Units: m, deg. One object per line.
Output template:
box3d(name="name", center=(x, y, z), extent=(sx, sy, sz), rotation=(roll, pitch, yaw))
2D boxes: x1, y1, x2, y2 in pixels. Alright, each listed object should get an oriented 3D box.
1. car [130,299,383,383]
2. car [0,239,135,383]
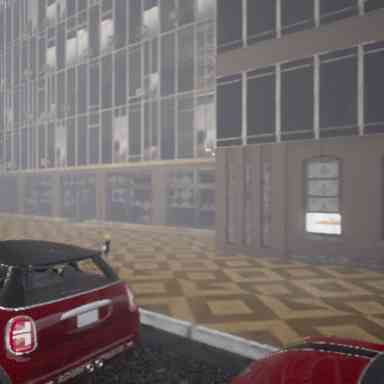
box3d(name="car", center=(1.895, 1.444, 1.523), extent=(4.097, 1.590, 1.967), rotation=(0, 0, 36))
box3d(name="car", center=(-2.735, 1.419, 4.834), extent=(4.097, 1.590, 1.967), rotation=(0, 0, 36))
